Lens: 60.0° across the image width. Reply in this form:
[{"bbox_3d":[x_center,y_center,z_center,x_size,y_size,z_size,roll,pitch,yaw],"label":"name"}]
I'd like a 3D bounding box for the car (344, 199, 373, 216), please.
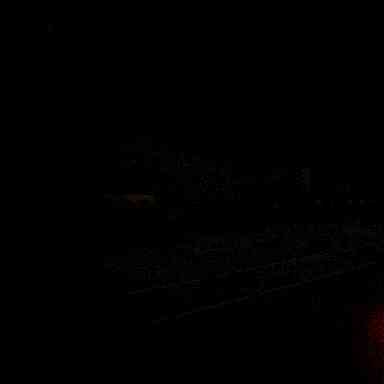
[{"bbox_3d":[15.046,1.502,33.158,4.892,1.521,2.231,0,0,29],"label":"car"}]

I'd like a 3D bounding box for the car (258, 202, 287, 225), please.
[{"bbox_3d":[3.794,1.476,23.598,4.892,1.521,2.231,-1,0,31],"label":"car"}]

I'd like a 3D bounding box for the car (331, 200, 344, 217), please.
[{"bbox_3d":[10.569,1.362,29.296,4.553,1.767,2.185,-1,-1,30],"label":"car"}]

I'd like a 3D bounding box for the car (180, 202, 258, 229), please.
[{"bbox_3d":[1.457,1.504,21.770,4.792,1.488,2.163,-1,0,32],"label":"car"}]

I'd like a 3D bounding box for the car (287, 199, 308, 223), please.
[{"bbox_3d":[6.078,1.519,25.479,4.674,1.452,2.002,-1,-1,31],"label":"car"}]

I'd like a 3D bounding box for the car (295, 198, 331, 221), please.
[{"bbox_3d":[8.349,1.482,27.362,5.008,1.535,2.097,-1,0,30],"label":"car"}]

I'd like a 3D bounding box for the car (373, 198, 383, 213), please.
[{"bbox_3d":[17.244,1.510,35.134,4.892,1.521,2.231,0,0,28],"label":"car"}]

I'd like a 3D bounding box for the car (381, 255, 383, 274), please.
[{"bbox_3d":[6.587,1.613,8.105,4.718,1.301,1.895,0,0,-37],"label":"car"}]
